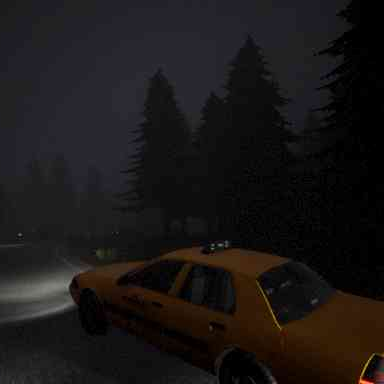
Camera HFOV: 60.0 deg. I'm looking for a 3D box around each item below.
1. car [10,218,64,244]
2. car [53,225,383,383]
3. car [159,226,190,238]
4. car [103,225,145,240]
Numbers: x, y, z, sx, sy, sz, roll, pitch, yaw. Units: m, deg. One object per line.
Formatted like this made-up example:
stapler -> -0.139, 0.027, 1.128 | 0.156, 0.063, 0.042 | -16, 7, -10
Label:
car -> -12.756, 3.222, 28.090 | 2.150, 2.045, 5.566 | -4, -7, 7
car -> 0.142, 1.441, 4.734 | 5.366, 1.575, 1.801 | 0, 1, 43
car -> -2.329, 5.543, 46.259 | 1.882, 1.535, 5.008 | -5, -8, 30
car -> -7.444, 4.510, 36.950 | 2.033, 1.411, 5.357 | -4, -8, 20
